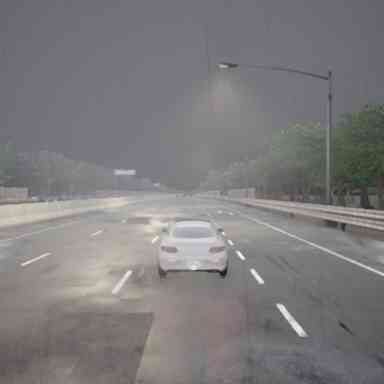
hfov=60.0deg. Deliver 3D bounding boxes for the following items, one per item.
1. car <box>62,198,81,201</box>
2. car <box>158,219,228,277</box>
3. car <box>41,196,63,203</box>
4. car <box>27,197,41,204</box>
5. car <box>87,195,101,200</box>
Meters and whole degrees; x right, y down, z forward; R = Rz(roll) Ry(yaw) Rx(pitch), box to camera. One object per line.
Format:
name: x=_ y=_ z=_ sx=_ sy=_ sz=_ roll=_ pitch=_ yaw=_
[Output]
car: x=-21.194 y=1.709 z=60.091 sx=1.994 sy=1.385 sz=4.181 roll=0 pitch=0 yaw=0
car: x=0.018 y=1.557 z=10.192 sx=1.812 sy=1.442 sz=4.674 roll=0 pitch=0 yaw=0
car: x=-24.686 y=1.499 z=60.093 sx=2.097 sy=1.767 sz=4.553 roll=0 pitch=0 yaw=0
car: x=-28.177 y=1.673 z=60.420 sx=1.812 sy=1.442 sz=4.674 roll=0 pitch=0 yaw=0
car: x=-17.699 y=1.499 z=60.161 sx=2.097 sy=1.767 sz=4.553 roll=0 pitch=0 yaw=0
